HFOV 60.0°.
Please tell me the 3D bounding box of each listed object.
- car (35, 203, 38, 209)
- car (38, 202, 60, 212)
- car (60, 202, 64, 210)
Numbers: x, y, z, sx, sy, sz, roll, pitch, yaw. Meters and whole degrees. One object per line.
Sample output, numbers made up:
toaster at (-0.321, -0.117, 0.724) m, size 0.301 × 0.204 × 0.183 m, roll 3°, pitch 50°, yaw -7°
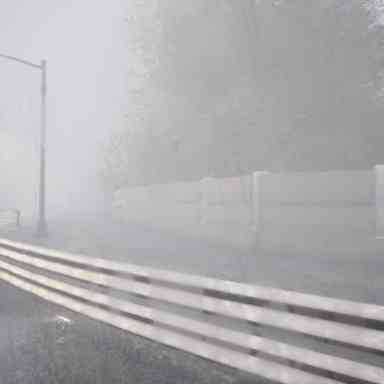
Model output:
car at (-31.133, 2.691, 68.874) m, size 1.812 × 1.442 × 4.674 m, roll 0°, pitch -1°, yaw -14°
car at (-24.610, 2.496, 57.346) m, size 2.097 × 1.767 × 4.553 m, roll 0°, pitch -1°, yaw -14°
car at (-26.950, 2.812, 66.599) m, size 2.128 × 1.511 × 4.902 m, roll 0°, pitch -1°, yaw -14°
